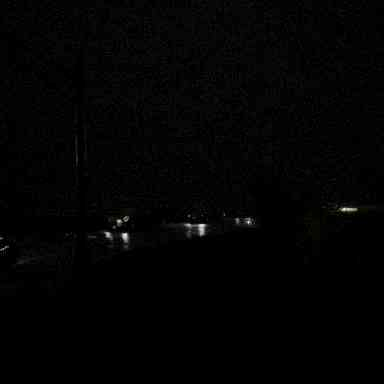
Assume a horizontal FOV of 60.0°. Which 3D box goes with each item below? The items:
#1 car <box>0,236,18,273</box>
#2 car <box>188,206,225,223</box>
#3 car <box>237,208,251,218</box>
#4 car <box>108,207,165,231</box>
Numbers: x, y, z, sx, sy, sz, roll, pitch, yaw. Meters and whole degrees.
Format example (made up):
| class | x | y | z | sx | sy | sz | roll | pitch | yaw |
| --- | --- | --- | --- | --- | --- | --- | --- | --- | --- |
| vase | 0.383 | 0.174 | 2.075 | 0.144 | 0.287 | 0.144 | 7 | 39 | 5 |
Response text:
| class | x | y | z | sx | sy | sz | roll | pitch | yaw |
| --- | --- | --- | --- | --- | --- | --- | --- | --- | --- |
| car | -6.168 | 1.704 | 8.800 | 1.994 | 1.385 | 4.181 | -1 | 0 | -14 |
| car | 1.476 | 2.218 | 32.873 | 1.837 | 1.490 | 4.892 | -2 | -2 | 35 |
| car | 7.267 | 2.382 | 41.188 | 1.837 | 1.490 | 4.892 | -2 | -2 | 35 |
| car | -4.101 | 1.907 | 24.879 | 2.097 | 1.767 | 4.553 | -2 | -2 | 35 |
